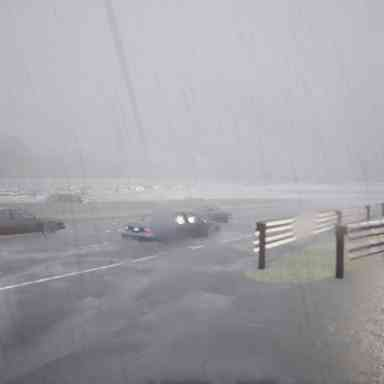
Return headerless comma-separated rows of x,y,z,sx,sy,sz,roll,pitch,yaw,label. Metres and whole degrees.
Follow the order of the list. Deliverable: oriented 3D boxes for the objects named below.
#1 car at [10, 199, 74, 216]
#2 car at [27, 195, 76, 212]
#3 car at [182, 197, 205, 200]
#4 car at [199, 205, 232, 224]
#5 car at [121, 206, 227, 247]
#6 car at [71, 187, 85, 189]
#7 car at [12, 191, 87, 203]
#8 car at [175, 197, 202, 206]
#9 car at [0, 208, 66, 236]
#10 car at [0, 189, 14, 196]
-14.445,1.425,32.345,2.033,1.411,5.357,1,0,36,car
-15.492,1.220,36.867,2.097,1.767,4.553,1,0,36,car
0.947,1.652,47.705,1.994,1.385,4.181,1,0,36,car
1.198,1.627,23.779,1.994,1.385,4.181,1,0,36,car
-0.747,1.570,15.286,2.033,1.411,5.357,1,0,36,car
-22.421,-0.187,64.335,1.837,1.490,4.892,1,3,23,car
-12.267,1.123,29.382,2.150,2.045,5.566,1,0,36,car
-0.601,1.592,57.485,2.128,1.511,4.902,1,0,36,car
-8.847,1.451,15.868,2.033,1.411,5.357,1,0,36,car
-28.320,0.339,49.933,1.882,1.535,5.008,1,2,21,car
